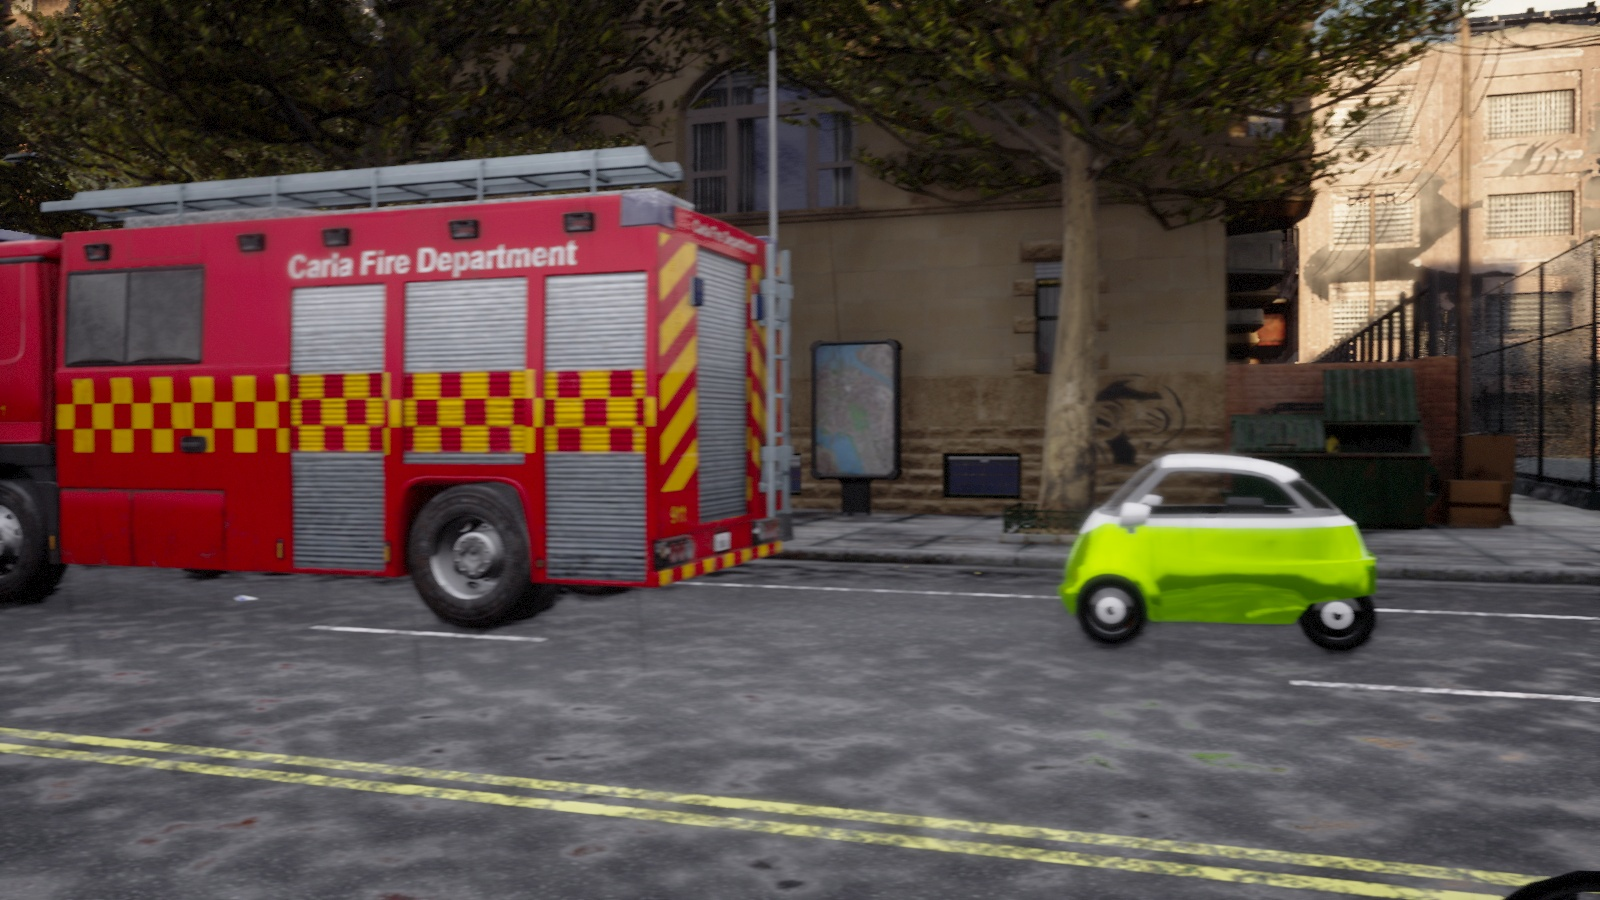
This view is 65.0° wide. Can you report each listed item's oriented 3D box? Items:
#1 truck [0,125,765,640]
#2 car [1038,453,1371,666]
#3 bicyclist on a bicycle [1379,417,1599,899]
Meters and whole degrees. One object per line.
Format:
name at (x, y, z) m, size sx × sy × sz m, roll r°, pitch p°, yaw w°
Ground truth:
truck at (-4.814, -0.552, 12.048) m, size 8.468 × 3.827 × 2.891 m, roll 1°, pitch 1°, yaw 19°
car at (3.034, 0.739, 9.510) m, size 2.207 × 1.376 × 1.481 m, roll 1°, pitch 1°, yaw 19°
bicyclist on a bicycle at (2.068, 0.748, 2.426) m, size 1.656 × 1.620 × 0.582 m, roll 0°, pitch 1°, yaw 17°
